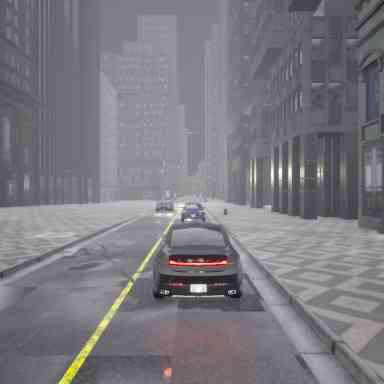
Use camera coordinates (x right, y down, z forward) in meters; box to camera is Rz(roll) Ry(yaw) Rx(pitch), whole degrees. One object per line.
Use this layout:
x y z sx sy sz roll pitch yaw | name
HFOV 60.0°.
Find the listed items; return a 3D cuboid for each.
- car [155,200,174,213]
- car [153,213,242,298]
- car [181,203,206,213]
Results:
-3.092 1.656 38.481 1.994 1.385 4.181 0 0 0 | car
0.105 1.508 8.483 1.837 1.490 4.892 0 0 0 | car
0.100 1.556 26.329 1.812 1.442 4.674 0 0 0 | car
